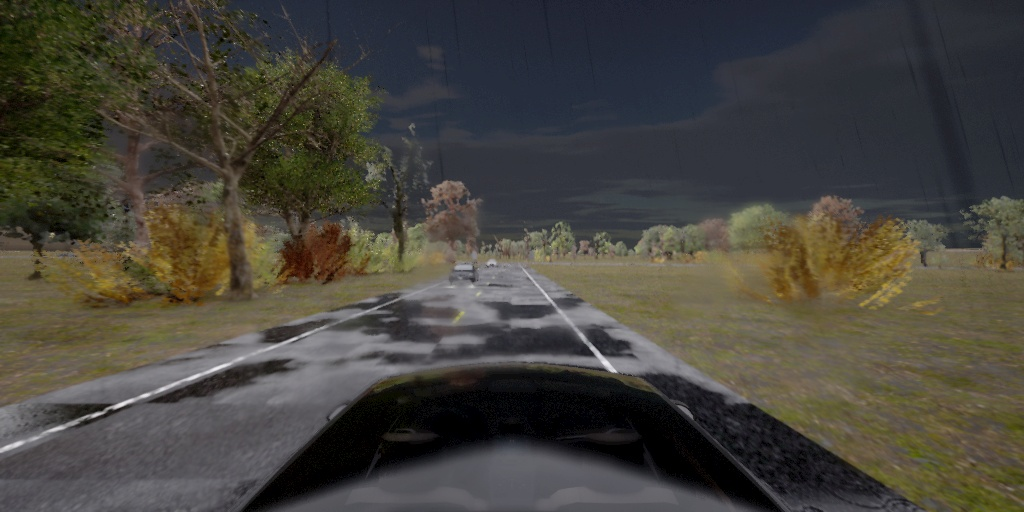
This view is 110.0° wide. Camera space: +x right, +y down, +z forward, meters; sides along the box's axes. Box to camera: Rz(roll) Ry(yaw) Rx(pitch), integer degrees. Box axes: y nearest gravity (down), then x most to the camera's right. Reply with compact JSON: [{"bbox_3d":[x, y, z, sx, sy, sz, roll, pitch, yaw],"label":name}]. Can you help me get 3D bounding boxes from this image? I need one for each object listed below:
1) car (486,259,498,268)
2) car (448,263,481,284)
[{"bbox_3d":[-3.494,1.310,63.528,1.812,1.442,4.674,0,1,0],"label":"car"},{"bbox_3d":[-3.586,1.297,27.380,1.812,1.442,4.674,0,0,0],"label":"car"}]
